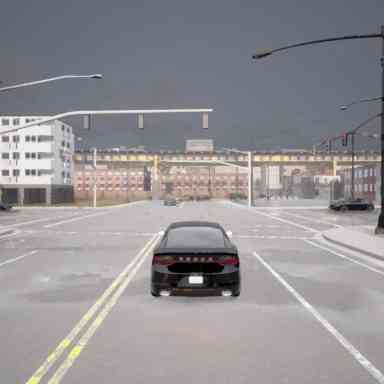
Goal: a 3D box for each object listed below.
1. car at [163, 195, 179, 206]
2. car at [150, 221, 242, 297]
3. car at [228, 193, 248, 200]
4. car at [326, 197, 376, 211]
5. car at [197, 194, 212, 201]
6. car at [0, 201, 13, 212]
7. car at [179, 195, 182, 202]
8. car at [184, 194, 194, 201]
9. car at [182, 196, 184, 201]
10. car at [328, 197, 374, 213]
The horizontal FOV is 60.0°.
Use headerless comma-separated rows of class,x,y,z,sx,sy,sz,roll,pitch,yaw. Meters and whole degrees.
car,-3.569,1.511,54.846,1.837,1.490,4.892,0,0,0
car,0.082,1.479,8.642,1.882,1.535,5.008,0,0,0
car,12.890,1.235,93.101,5.566,2.045,2.150,0,0,-24
car,18.531,1.351,38.941,4.902,1.511,2.128,-1,0,1
car,3.217,1.364,84.547,2.097,1.767,4.553,0,0,31
car,-22.617,1.605,36.885,4.718,1.301,1.895,0,0,0
car,-3.545,1.484,64.059,1.882,1.535,5.008,0,0,1
car,-1.081,1.364,83.958,2.097,1.767,4.553,0,0,23
car,-3.478,1.363,74.112,2.097,1.767,4.553,0,0,2
car,17.062,1.438,35.469,4.181,1.385,1.994,-1,0,1
